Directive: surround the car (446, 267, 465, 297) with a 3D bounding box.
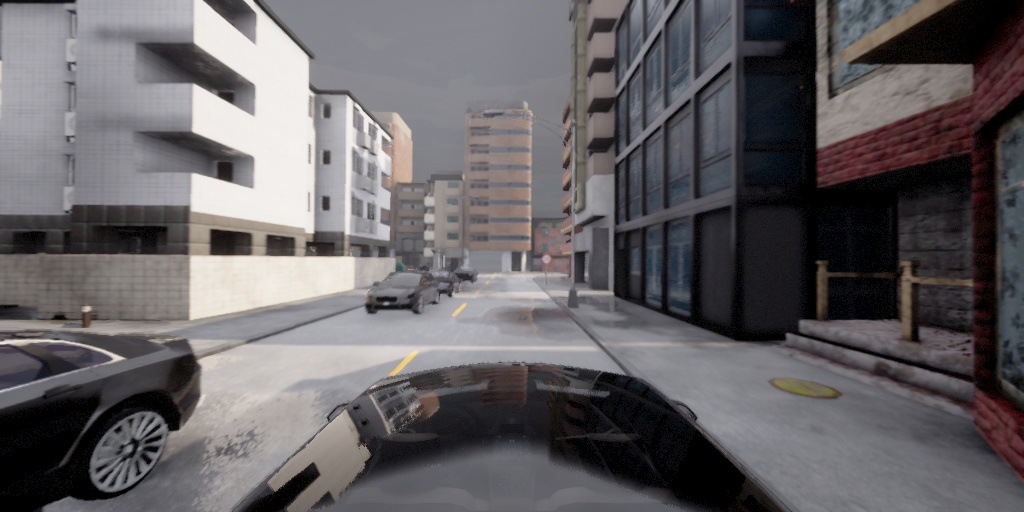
[{"bbox_3d":[-4.002,1.461,19.714,1.994,1.385,4.181,0,-1,0],"label":"car"}]

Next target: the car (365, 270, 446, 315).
[{"bbox_3d":[-4.096,1.341,14.111,1.837,1.490,4.892,0,-1,0],"label":"car"}]

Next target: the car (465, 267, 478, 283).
[{"bbox_3d":[-4.004,1.586,30.571,1.895,1.301,4.718,0,-1,0],"label":"car"}]

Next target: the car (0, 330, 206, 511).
[{"bbox_3d":[-4.104,1.213,1.639,2.128,1.511,4.902,0,-1,0],"label":"car"}]
